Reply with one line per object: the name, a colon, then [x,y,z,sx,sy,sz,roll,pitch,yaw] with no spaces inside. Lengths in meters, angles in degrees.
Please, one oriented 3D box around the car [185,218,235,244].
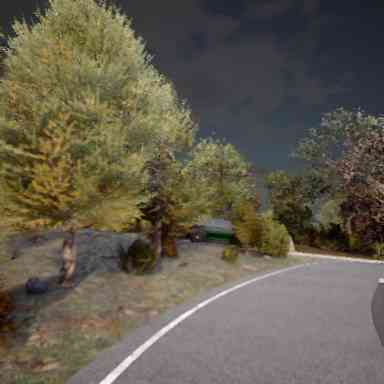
car: [1.896,2.471,20.648,4.553,1.767,2.097,6,-8,-3]
